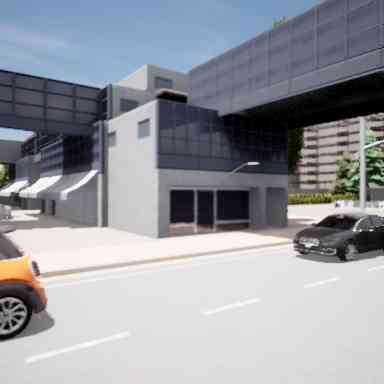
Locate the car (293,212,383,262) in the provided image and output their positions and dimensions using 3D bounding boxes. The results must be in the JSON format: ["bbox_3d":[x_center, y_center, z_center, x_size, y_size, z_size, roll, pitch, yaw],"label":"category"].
[{"bbox_3d":[5.816,1.548,12.362,4.892,1.490,1.837,1,0,-35],"label":"car"}]

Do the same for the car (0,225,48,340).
[{"bbox_3d":[-4.698,1.348,4.932,4.553,1.767,2.097,0,0,-35],"label":"car"}]
